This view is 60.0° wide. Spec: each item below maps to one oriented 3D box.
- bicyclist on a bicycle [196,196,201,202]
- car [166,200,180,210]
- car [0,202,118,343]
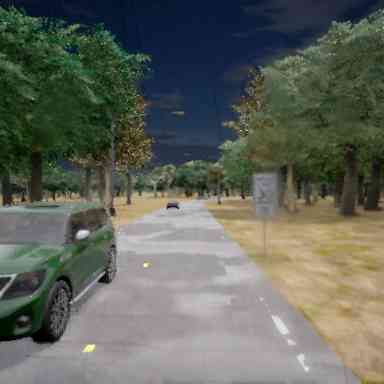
[{"bbox_3d":[1.466,2.003,88.167,0.659,1.776,1.843,0,-1,4],"label":"bicyclist on a bicycle"},{"bbox_3d":[-2.865,1.908,50.795,2.033,1.411,5.357,0,0,1],"label":"car"},{"bbox_3d":[-3.080,1.256,6.863,2.150,2.045,5.566,0,0,0],"label":"car"}]
